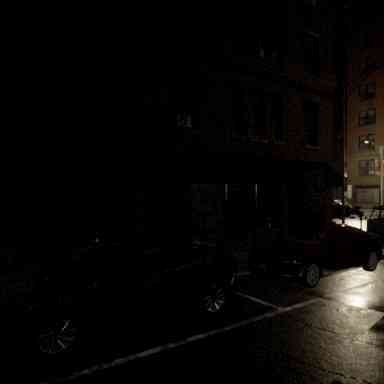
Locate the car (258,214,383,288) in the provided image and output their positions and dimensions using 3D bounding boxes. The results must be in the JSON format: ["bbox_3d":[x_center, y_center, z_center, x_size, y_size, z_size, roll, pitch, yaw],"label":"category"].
[{"bbox_3d":[3.522,1.544,9.234,4.507,1.381,1.887,0,0,-35],"label":"car"}]

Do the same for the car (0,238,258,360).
[{"bbox_3d":[-1.099,1.566,5.967,4.313,1.339,1.947,0,0,-35],"label":"car"}]

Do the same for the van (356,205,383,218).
[{"bbox_3d":[8.145,1.338,12.500,3.998,1.788,1.690,0,0,-35],"label":"van"}]

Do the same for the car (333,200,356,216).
[{"bbox_3d":[11.662,1.584,28.176,1.895,1.301,4.718,0,0,-36],"label":"car"}]

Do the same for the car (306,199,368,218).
[{"bbox_3d":[13.501,1.488,31.176,2.128,1.511,4.902,0,0,-36],"label":"car"}]
